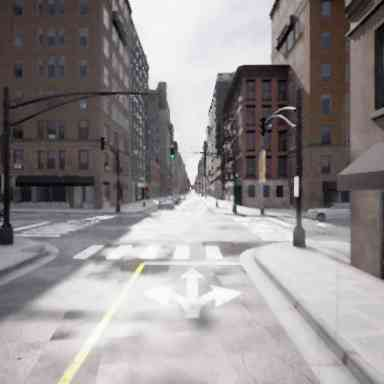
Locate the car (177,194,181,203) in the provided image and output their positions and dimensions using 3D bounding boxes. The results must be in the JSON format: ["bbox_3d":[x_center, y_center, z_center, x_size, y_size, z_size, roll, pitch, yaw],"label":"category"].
[{"bbox_3d":[-3.031,1.319,50.631,1.994,1.385,4.181,0,0,0],"label":"car"}]

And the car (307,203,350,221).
[{"bbox_3d":[11.839,1.615,27.224,4.674,1.442,1.812,1,0,2],"label":"car"}]

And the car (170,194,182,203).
[{"bbox_3d":[-2.923,1.208,61.002,1.837,1.490,4.892,0,0,0],"label":"car"}]

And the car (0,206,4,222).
[{"bbox_3d":[-13.970,1.060,20.645,4.553,1.767,2.097,1,0,-1],"label":"car"}]

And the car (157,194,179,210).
[{"bbox_3d":[-3.073,1.353,40.595,2.033,1.411,5.357,0,0,0],"label":"car"}]
